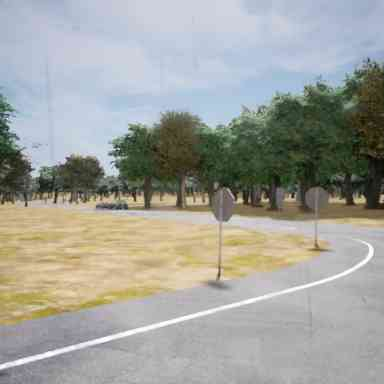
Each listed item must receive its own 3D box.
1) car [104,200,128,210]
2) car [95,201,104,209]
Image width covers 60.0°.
[{"bbox_3d":[-12.227,2.060,54.758,2.097,1.767,4.553,2,-2,-34],"label":"car"},{"bbox_3d":[-15.934,2.379,60.065,1.994,1.385,4.181,2,-2,-34],"label":"car"}]
